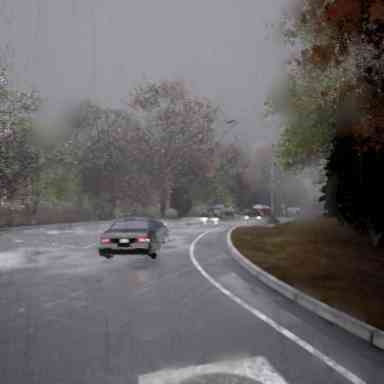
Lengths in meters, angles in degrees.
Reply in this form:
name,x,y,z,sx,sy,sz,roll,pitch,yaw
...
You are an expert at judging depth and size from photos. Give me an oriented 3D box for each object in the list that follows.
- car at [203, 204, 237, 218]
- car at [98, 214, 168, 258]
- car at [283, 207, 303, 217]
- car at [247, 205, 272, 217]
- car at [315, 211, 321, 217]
name,x,y,z,sx,sy,sz,roll,pitch,yaw
car,2.870,1.899,33.626,1.994,1.385,4.181,-1,-3,34
car,-2.077,1.584,12.958,2.033,1.411,5.357,-1,0,1
car,16.372,3.242,53.938,2.097,1.767,4.553,-1,-5,34
car,8.642,2.341,42.324,1.882,1.535,5.008,-1,-4,34
car,22.589,3.897,56.946,1.895,1.301,4.718,-1,-5,33
